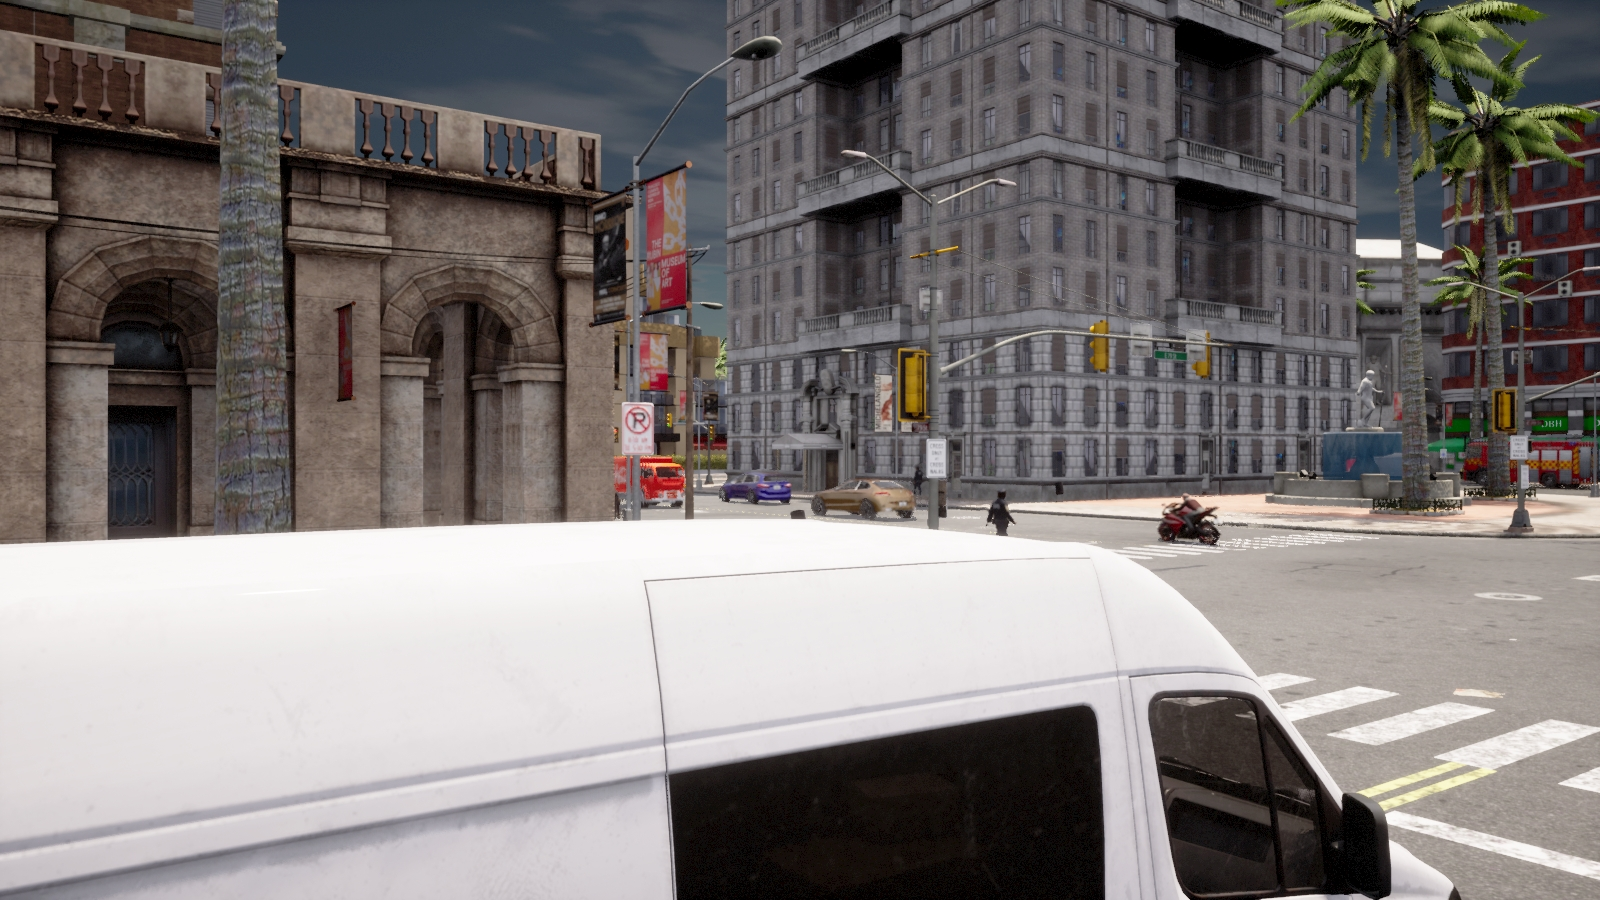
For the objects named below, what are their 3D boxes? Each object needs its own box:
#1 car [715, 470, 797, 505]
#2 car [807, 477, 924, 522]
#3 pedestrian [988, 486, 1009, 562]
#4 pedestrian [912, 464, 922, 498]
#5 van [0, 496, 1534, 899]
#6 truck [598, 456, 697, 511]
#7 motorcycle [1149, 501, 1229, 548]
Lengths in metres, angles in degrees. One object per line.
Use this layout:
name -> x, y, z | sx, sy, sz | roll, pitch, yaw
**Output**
car -> -2.372, 1.955, 60.056 | 2.242, 1.667, 4.611 | 0, 0, -34
car -> 2.623, 1.980, 47.067 | 2.152, 1.651, 5.027 | 0, 0, -35
pedestrian -> 4.973, 1.840, 28.603 | 0.375, 1.860, 0.375 | 0, 0, -29
pedestrian -> 6.346, 1.680, 61.962 | 0.375, 1.860, 0.375 | 0, 0, -25
van -> 0.019, 1.533, 3.806 | 5.915, 2.561, 1.988 | 0, 0, -35
truck -> -7.451, 1.558, 55.284 | 2.627, 2.467, 5.204 | 0, 0, -35
motorcycle -> 11.548, 2.193, 34.007 | 0.867, 1.251, 2.209 | -1, 0, -31
